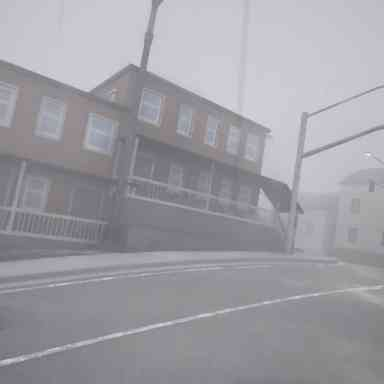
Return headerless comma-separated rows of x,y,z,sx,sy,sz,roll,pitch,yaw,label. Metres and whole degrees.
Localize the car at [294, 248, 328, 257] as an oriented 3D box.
9.706,5.695,29.286,1.812,1.442,4.674,14,-16,-34,car
